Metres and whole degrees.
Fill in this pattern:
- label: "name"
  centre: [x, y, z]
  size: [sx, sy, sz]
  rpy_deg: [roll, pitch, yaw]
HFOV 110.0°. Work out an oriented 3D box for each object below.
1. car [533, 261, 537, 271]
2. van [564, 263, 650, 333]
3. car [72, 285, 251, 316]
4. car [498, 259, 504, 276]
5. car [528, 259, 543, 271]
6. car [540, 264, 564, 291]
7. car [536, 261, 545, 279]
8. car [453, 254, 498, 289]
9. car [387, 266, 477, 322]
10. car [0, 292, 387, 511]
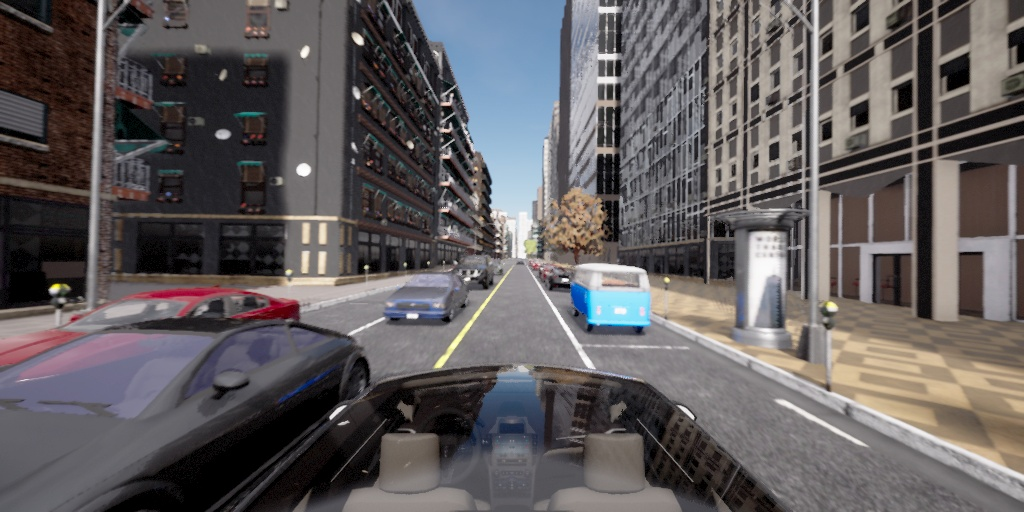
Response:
- label: "car"
  centre: [3.269, 1.365, 33.383]
  size: [1.948, 1.339, 4.313]
  rpy_deg: [0, 0, 1]
- label: "van"
  centre: [2.725, 1.137, 10.779]
  size: [1.690, 1.789, 3.998]
  rpy_deg: [0, 0, 1]
- label: "car"
  centre: [-5.281, 1.201, 5.611]
  size: [1.888, 1.381, 4.507]
  rpy_deg: [0, 0, 1]
- label: "car"
  centre: [-1.950, 1.111, 36.852]
  size: [2.097, 1.767, 4.553]
  rpy_deg: [1, 0, 1]
- label: "car"
  centre: [3.677, 1.241, 50.336]
  size: [1.967, 1.591, 4.097]
  rpy_deg: [0, 0, 1]
- label: "car"
  centre: [2.997, 1.364, 22.081]
  size: [1.948, 1.339, 4.313]
  rpy_deg: [0, 0, 1]
- label: "car"
  centre: [3.133, 1.344, 27.732]
  size: [1.888, 1.381, 4.507]
  rpy_deg: [0, 0, 1]
- label: "car"
  centre: [-2.368, 0.924, 22.829]
  size: [2.150, 2.045, 5.566]
  rpy_deg: [1, 0, 2]
- label: "car"
  centre: [-2.642, 1.248, 12.387]
  size: [2.033, 1.411, 5.357]
  rpy_deg: [1, 0, 1]
- label: "car"
  centre: [-2.865, 1.263, 2.987]
  size: [1.994, 1.385, 4.181]
  rpy_deg: [1, 0, 2]
